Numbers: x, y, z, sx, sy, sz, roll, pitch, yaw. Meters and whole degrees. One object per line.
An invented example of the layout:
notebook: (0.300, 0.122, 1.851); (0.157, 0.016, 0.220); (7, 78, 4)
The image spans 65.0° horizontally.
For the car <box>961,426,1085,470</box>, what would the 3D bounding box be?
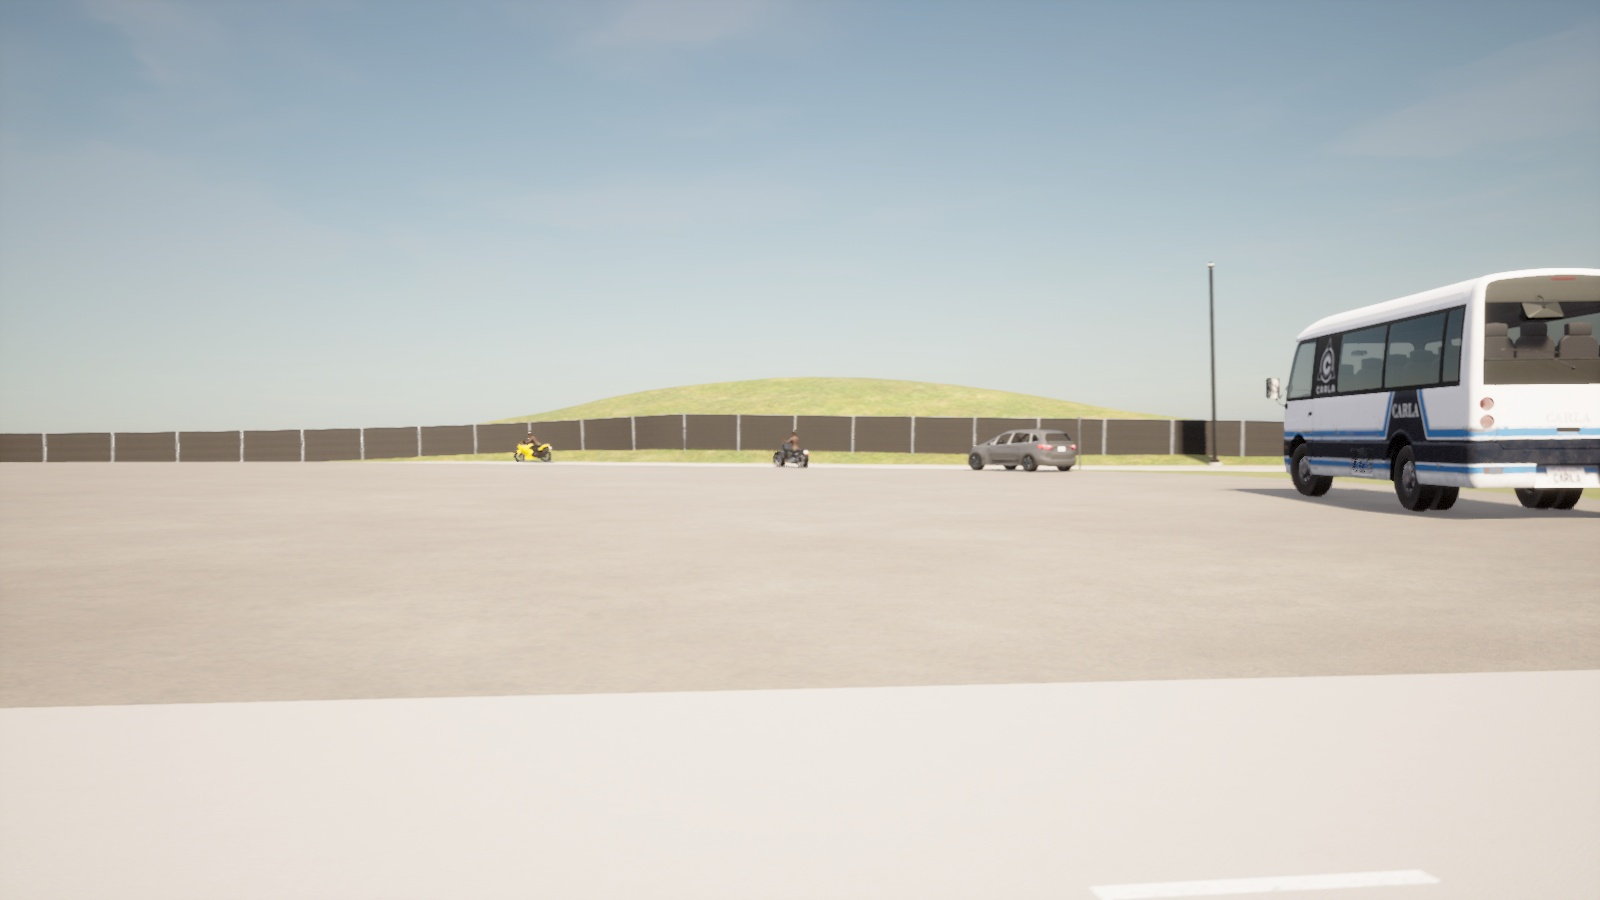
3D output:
car: (8.820, -0.108, 50.069); (2.242, 1.667, 4.611); (0, 1, -36)

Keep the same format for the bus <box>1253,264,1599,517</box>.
bus: (13.133, -1.065, 26.425); (3.944, 4.253, 10.273); (-1, 1, 3)

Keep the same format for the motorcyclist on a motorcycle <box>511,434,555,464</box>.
motorcyclist on a motorcycle: (-13.588, -0.062, 63.866); (2.044, 1.523, 0.797); (0, 1, 11)

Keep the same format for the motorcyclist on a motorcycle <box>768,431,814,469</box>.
motorcyclist on a motorcycle: (-0.403, -0.020, 55.672); (0.766, 1.649, 2.350); (-1, 1, -39)
